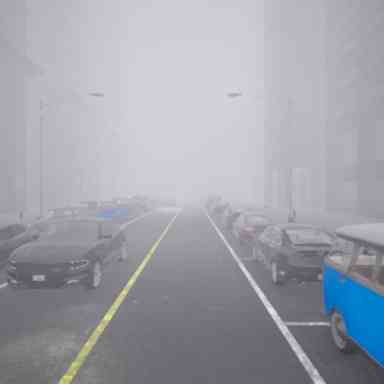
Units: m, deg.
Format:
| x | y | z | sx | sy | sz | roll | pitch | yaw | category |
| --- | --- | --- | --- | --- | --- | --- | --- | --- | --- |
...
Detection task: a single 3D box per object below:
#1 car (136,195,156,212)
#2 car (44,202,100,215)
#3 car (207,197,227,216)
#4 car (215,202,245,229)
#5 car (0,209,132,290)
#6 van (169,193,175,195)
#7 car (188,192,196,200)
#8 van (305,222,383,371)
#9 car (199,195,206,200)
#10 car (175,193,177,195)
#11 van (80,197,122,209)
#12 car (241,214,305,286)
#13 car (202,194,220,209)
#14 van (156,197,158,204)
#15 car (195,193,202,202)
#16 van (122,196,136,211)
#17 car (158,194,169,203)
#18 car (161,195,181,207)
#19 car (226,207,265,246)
| x | y | z | sx | sy | sz | roll | pitch | yaw | category |
| --- | --- | --- | --- | --- | --- | --- | --- | --- | --- |
| -5.765 | 1.263 | 37.323 | 2.192 | 1.841 | 5.009 | 0 | 0 | 0 | car |
| -5.765 | 1.416 | 14.778 | 1.967 | 1.590 | 4.097 | 0 | 0 | 0 | car |
| 2.760 | 1.499 | 31.702 | 1.887 | 1.381 | 4.507 | 0 | 0 | 0 | car |
| 2.761 | 1.519 | 20.430 | 2.008 | 1.369 | 4.403 | 0 | 0 | 0 | car |
| -3.100 | 1.462 | 9.236 | 1.882 | 1.535 | 5.008 | 0 | 0 | 0 | car |
| -5.766 | 1.263 | 82.417 | 1.690 | 1.788 | 3.998 | 0 | 0 | 0 | van |
| 0.000 | 1.014 | 89.763 | 2.150 | 2.045 | 5.566 | 0 | 0 | 0 | car |
| 2.760 | 1.335 | 3.521 | 1.690 | 1.788 | 3.998 | 0 | 0 | 0 | van |
| 2.760 | 1.445 | 88.235 | 1.752 | 1.417 | 4.829 | 0 | 0 | 0 | car |
| -5.765 | 1.486 | 88.053 | 1.947 | 1.339 | 4.313 | 0 | 0 | 0 | car |
| -5.765 | 1.309 | 20.414 | 1.690 | 1.788 | 3.998 | 0 | 0 | 0 | van |
| 2.761 | 1.535 | 9.157 | 2.008 | 1.369 | 4.403 | 0 | 0 | 0 | car |
| 2.760 | 1.258 | 42.974 | 2.192 | 1.841 | 5.009 | 0 | 0 | 0 | car |
| -5.765 | 1.284 | 42.959 | 1.690 | 1.788 | 3.998 | 0 | 0 | 0 | van |
| 2.387 | 1.278 | 72.440 | 2.097 | 1.767 | 4.553 | 0 | 0 | 0 | car |
| -5.765 | 1.302 | 26.050 | 1.690 | 1.788 | 3.998 | 0 | 0 | 0 | van |
| -5.765 | 1.475 | 59.870 | 1.887 | 1.381 | 4.507 | 0 | 0 | 0 | car |
| -3.081 | 1.538 | 49.642 | 1.895 | 1.301 | 4.718 | 0 | 0 | 0 | car |
| 2.761 | 1.558 | 14.794 | 1.802 | 1.307 | 4.206 | 0 | 0 | 0 | car |
